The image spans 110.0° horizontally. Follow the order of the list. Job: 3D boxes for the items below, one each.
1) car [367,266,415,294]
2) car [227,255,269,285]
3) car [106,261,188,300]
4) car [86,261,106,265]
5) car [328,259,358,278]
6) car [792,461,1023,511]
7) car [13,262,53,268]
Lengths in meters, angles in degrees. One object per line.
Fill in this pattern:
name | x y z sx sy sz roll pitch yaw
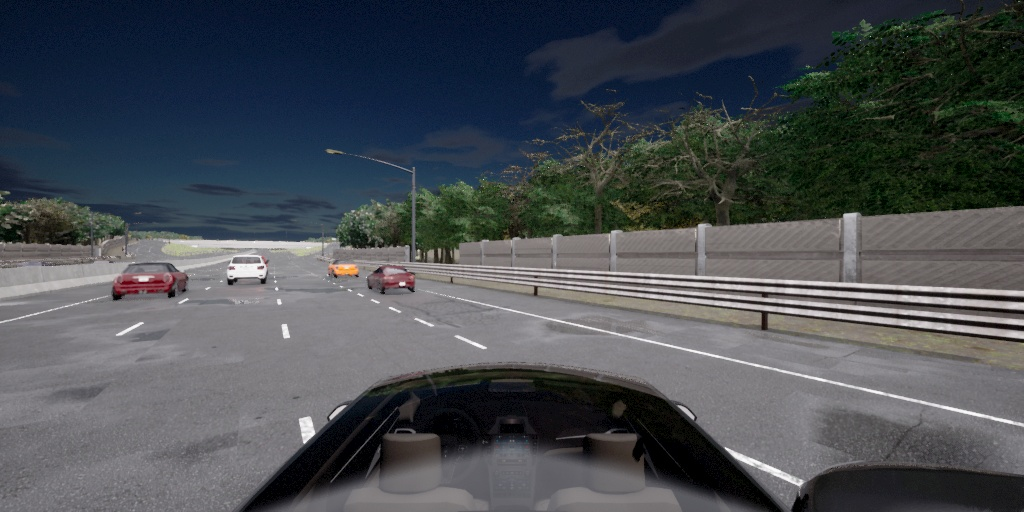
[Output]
car | -6.938 1.271 20.456 1.812 1.442 4.674 0 0 -33
car | -19.283 0.957 26.244 2.150 2.045 5.566 0 0 -34
car | -17.988 1.094 18.052 2.097 1.767 4.553 0 0 -35
car | -45.193 1.233 39.508 1.812 1.442 4.674 0 0 -33
car | -16.072 1.084 34.020 2.097 1.767 4.553 0 0 -34
car | 2.985 1.315 0.502 4.181 1.385 1.994 0 0 34
car | -46.134 1.274 34.590 1.994 1.385 4.181 0 0 -33
